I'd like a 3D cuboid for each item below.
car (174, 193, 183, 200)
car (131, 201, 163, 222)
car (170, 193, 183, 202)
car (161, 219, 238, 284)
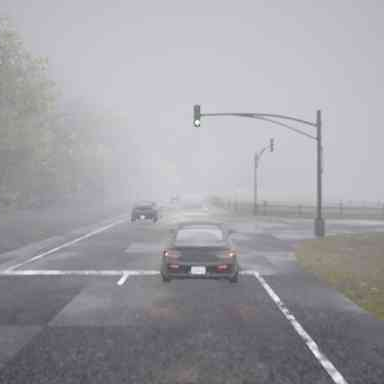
[{"bbox_3d":[-3.504,1.071,85.970,2.097,1.767,4.553,0,0,0],"label":"car"},{"bbox_3d":[-3.401,1.428,25.331,1.837,1.490,4.892,0,1,0],"label":"car"},{"bbox_3d":[-3.404,1.278,68.284,1.837,1.490,4.892,0,-1,0],"label":"car"},{"bbox_3d":[0.259,1.497,9.384,1.812,1.442,4.674,0,0,3],"label":"car"}]
